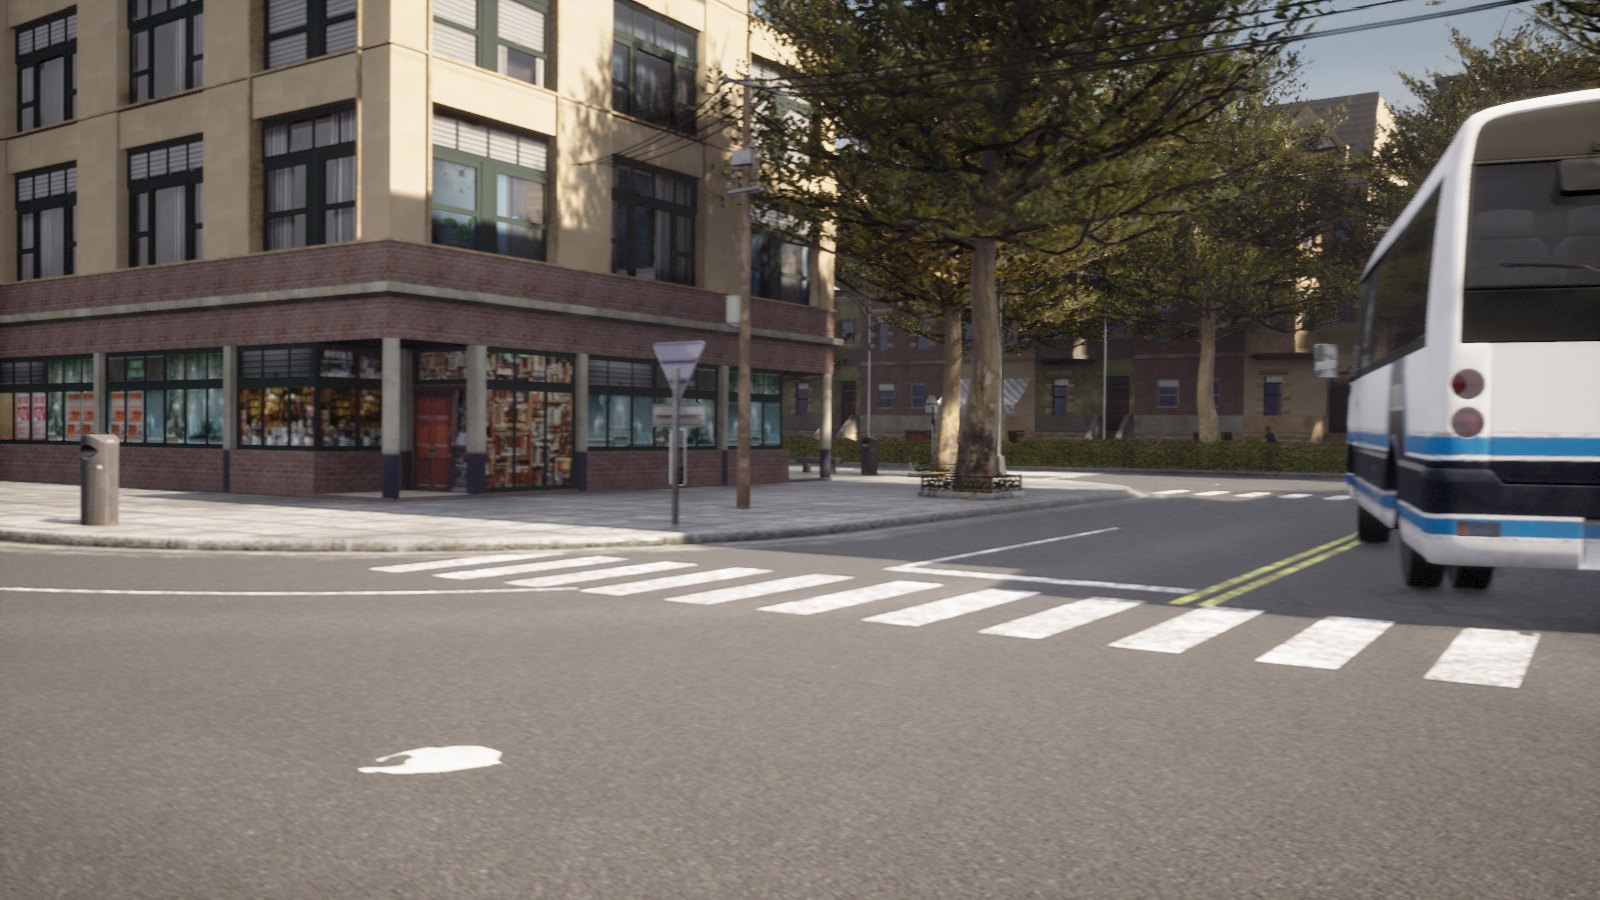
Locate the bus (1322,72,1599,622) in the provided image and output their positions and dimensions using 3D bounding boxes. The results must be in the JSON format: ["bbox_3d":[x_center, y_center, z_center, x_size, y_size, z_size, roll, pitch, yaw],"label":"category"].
[{"bbox_3d":[8.371,-0.917,14.396,3.944,4.253,10.273,0,1,20],"label":"bus"}]
